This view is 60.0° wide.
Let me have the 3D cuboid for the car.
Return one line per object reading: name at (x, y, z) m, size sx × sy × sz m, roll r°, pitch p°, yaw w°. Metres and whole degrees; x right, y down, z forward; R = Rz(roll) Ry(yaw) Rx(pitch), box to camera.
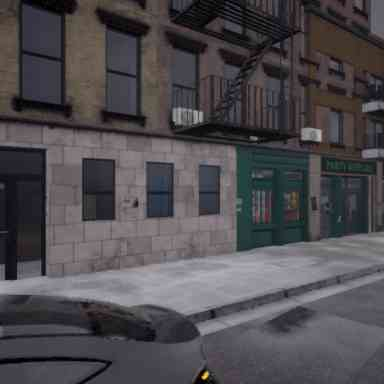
car at (-1.919, 1.525, 2.010) m, size 4.674 × 1.442 × 1.812 m, roll 0°, pitch 0°, yaw -35°
